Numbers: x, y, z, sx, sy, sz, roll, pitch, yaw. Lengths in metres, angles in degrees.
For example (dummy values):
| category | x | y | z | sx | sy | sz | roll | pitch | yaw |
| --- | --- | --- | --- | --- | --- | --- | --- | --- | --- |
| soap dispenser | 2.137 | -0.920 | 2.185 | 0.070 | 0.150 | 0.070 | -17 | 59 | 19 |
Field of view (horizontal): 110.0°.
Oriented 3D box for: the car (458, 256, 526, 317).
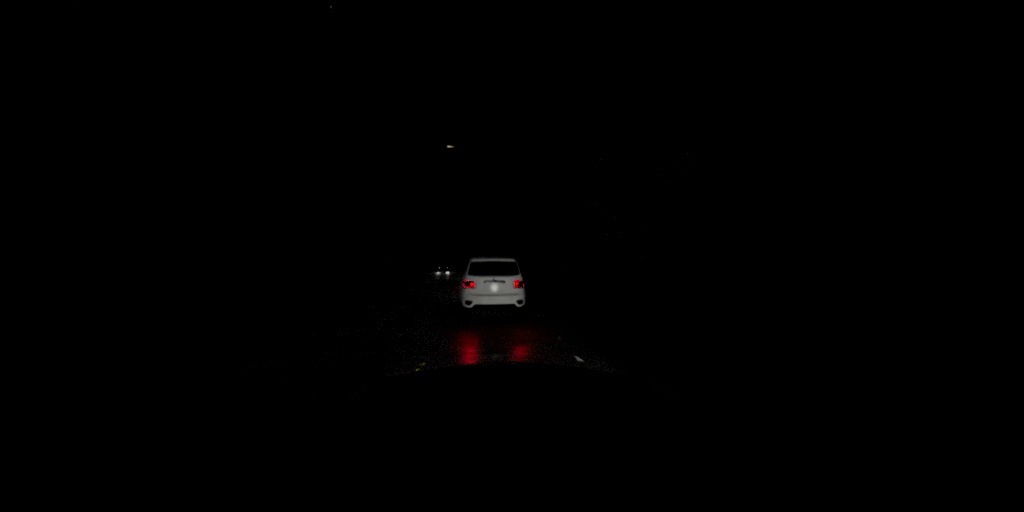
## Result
| category | x | y | z | sx | sy | sz | roll | pitch | yaw |
| --- | --- | --- | --- | --- | --- | --- | --- | --- | --- |
| car | -0.848 | 1.035 | 13.676 | 2.150 | 2.045 | 5.566 | 0 | 0 | -7 |

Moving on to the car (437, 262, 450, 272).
| category | x | y | z | sx | sy | sz | roll | pitch | yaw |
| --- | --- | --- | --- | --- | --- | --- | --- | --- | --- |
| car | -11.074 | 1.781 | 58.153 | 1.837 | 1.490 | 4.892 | 0 | -1 | -9 |

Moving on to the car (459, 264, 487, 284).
| category | x | y | z | sx | sy | sz | roll | pitch | yaw |
| --- | --- | --- | --- | --- | --- | --- | --- | --- | --- |
| car | -3.308 | 1.412 | 29.631 | 2.128 | 1.511 | 4.902 | 0 | 0 | -9 |
